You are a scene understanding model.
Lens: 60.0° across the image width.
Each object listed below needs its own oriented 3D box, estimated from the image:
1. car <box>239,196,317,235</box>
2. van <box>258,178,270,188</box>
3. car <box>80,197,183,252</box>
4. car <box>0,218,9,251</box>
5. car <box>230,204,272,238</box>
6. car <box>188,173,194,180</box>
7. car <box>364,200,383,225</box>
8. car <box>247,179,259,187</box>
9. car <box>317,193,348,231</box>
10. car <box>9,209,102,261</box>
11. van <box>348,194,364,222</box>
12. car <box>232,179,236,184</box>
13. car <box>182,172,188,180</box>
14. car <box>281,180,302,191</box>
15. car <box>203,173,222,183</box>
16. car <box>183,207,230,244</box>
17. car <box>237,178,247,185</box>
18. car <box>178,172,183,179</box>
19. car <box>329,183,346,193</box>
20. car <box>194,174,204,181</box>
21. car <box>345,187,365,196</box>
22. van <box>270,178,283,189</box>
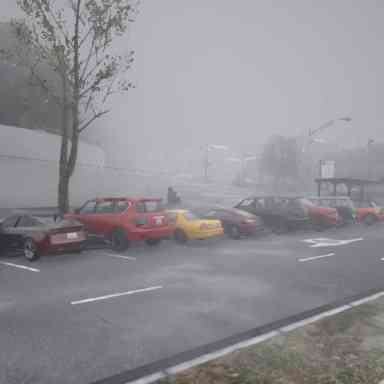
[{"bbox_3d":[3.900,1.261,19.310,5.566,2.045,2.435,-1,-1,35],"label":"car"},{"bbox_3d":[15.833,-1.765,67.626,1.878,1.987,4.442,7,4,35],"label":"van"},{"bbox_3d":[-3.451,1.247,14.093,5.566,2.045,2.435,-1,-1,34],"label":"car"},{"bbox_3d":[-8.314,1.492,10.598,4.892,1.521,2.231,-1,-1,34],"label":"car"},{"bbox_3d":[1.473,1.548,17.551,4.674,1.452,2.002,-1,-1,35],"label":"car"},{"bbox_3d":[1.923,-3.851,87.368,2.185,1.767,4.553,6,3,34],"label":"car"},{"bbox_3d":[11.358,1.402,24.439,4.553,1.767,2.185,-1,-1,35],"label":"car"},{"bbox_3d":[14.257,-1.813,70.357,1.946,1.575,5.366,7,3,35],"label":"car"},{"bbox_3d":[6.412,1.266,21.016,5.566,2.045,2.435,-1,-1,35],"label":"car"},{"bbox_3d":[-5.895,1.523,12.346,4.792,1.488,2.163,-1,-1,35],"label":"car"},{"bbox_3d":[8.950,1.296,22.687,4.442,1.987,1.878,-1,-1,35],"label":"van"},{"bbox_3d":[10.681,-2.318,75.137,2.002,1.452,4.674,7,3,35],"label":"car"},{"bbox_3d":[0.192,-4.086,89.837,2.185,1.767,4.553,4,1,33],"label":"car"},{"bbox_3d":[19.325,-0.993,62.795,2.231,1.521,4.892,7,3,35],"label":"car"},{"bbox_3d":[5.571,-3.177,82.644,1.946,1.575,5.366,7,3,34],"label":"car"},{"bbox_3d":[-1.132,1.502,15.922,5.366,1.575,1.946,-1,-1,35],"label":"car"},{"bbox_3d":[12.425,-2.044,72.676,2.002,1.452,4.674,7,4,35],"label":"car"},{"bbox_3d":[-1.581,-4.363,92.183,2.435,2.045,5.566,1,-1,34],"label":"car"},{"bbox_3d":[24.540,-0.427,55.412,2.435,2.045,5.566,7,3,35],"label":"car"},{"bbox_3d":[3.719,-3.700,84.903,2.435,2.045,5.566,7,3,34],"label":"car"},{"bbox_3d":[26.232,0.135,52.941,2.002,1.452,4.674,7,3,35],"label":"car"},{"bbox_3d":[17.564,-1.492,65.156,1.878,1.987,4.442,7,4,35],"label":"van"}]
